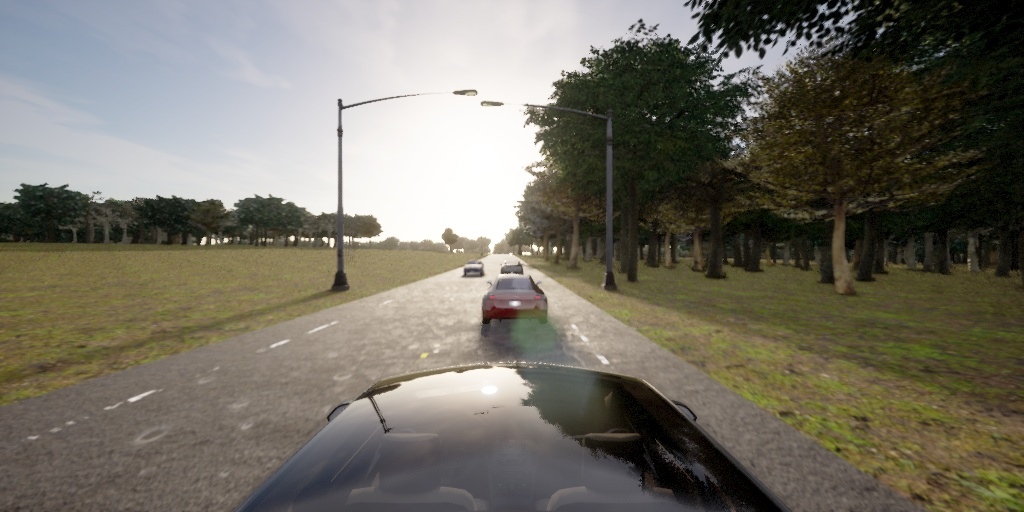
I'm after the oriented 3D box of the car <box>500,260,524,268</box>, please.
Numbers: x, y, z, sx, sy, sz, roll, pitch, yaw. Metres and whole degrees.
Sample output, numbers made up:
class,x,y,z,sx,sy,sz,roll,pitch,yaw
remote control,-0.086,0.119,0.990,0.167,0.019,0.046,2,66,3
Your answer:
class,x,y,z,sx,sy,sz,roll,pitch,yaw
car,-0.013,1.072,30.370,2.128,1.511,4.902,0,0,0

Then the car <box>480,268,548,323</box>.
class,x,y,z,sx,sy,sz,roll,pitch,yaw
car,0.081,1.285,12.000,1.994,1.385,4.181,0,0,0

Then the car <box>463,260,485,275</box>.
class,x,y,z,sx,sy,sz,roll,pitch,yaw
car,-3.651,1.086,35.375,2.033,1.411,5.357,0,0,-1
